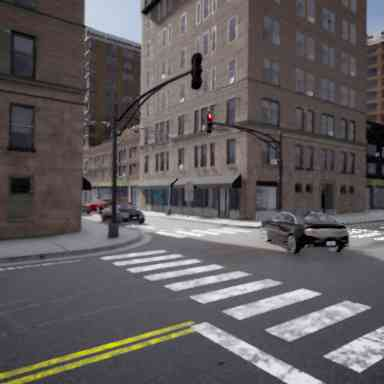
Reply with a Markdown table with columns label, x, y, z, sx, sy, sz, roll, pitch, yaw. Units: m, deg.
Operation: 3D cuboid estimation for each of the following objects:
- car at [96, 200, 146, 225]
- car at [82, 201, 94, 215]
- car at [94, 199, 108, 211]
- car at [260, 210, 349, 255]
| label | x | y | z | sx | sy | sz | roll | pitch | yaw |
| --- | --- | --- | --- | --- | --- | --- | --- | --- | --- |
| car | -4.967 | 1.529 | 23.744 | 1.994 | 1.385 | 4.181 | 1 | -1 | -36 |
| car | -11.646 | 1.489 | 33.051 | 1.812 | 1.442 | 4.674 | 1 | 0 | -35 |
| car | -9.713 | 1.489 | 35.847 | 1.882 | 1.535 | 5.008 | 1 | -1 | -36 |
| car | 4.270 | 1.485 | 13.411 | 2.128 | 1.511 | 4.902 | 0 | 0 | -8 |
